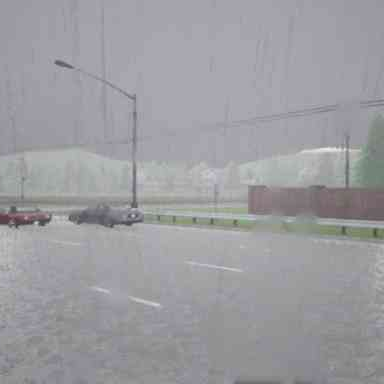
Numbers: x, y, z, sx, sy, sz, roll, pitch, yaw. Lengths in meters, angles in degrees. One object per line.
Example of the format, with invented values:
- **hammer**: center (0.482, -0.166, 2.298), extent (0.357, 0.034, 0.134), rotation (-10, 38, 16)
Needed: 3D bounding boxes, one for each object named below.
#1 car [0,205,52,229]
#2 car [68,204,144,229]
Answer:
- **car**: center (-10.642, 1.455, 20.179), extent (4.718, 1.301, 1.895), rotation (1, 0, 35)
- **car**: center (-5.464, 1.429, 20.786), extent (5.357, 1.411, 2.033), rotation (1, 0, 36)
